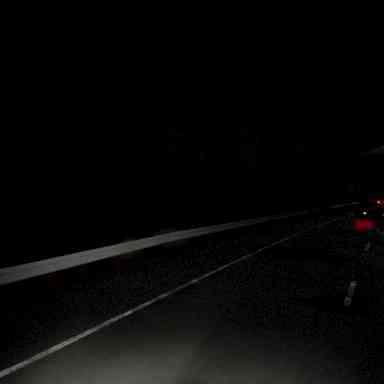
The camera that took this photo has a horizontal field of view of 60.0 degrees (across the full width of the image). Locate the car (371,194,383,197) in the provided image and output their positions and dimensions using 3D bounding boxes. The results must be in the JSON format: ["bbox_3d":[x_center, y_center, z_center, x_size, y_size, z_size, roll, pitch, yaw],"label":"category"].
[{"bbox_3d":[21.761,1.221,38.250,2.150,2.045,5.566,0,0,35],"label":"car"}]

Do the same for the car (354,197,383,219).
[{"bbox_3d":[15.758,1.505,29.661,1.837,1.490,4.892,0,0,35],"label":"car"}]
